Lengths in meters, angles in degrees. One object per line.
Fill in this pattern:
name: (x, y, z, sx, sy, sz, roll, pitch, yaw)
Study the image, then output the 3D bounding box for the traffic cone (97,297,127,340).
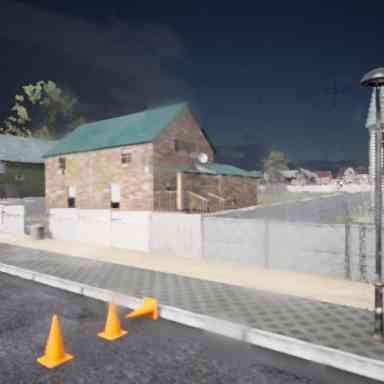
traffic cone: (-1.272, 1.977, 5.319, 0.340, 0.580, 0.340, 0, 0, 36)

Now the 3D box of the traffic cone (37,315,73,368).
traffic cone: (-1.856, 1.973, 4.507, 0.340, 0.580, 0.340, 0, 0, 36)
